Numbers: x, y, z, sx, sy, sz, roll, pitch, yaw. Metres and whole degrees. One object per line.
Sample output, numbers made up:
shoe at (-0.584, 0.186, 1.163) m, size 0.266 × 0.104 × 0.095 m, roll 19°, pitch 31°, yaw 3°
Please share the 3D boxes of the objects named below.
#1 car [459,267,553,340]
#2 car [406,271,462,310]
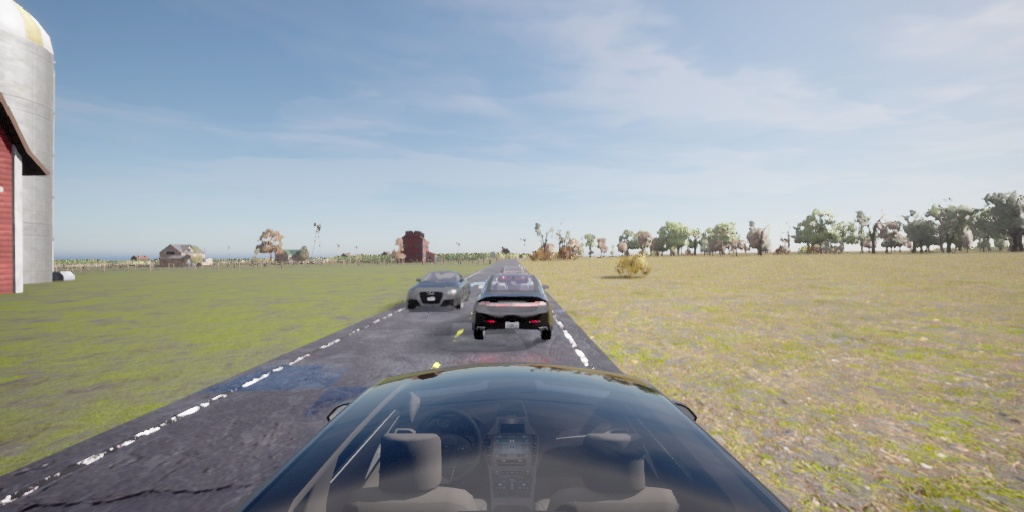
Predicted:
car at (0.030, 1.233, 9.919) m, size 2.128 × 1.511 × 4.902 m, roll 0°, pitch 0°, yaw 1°
car at (-2.816, 1.301, 14.483) m, size 1.994 × 1.385 × 4.181 m, roll 0°, pitch 0°, yaw 0°
